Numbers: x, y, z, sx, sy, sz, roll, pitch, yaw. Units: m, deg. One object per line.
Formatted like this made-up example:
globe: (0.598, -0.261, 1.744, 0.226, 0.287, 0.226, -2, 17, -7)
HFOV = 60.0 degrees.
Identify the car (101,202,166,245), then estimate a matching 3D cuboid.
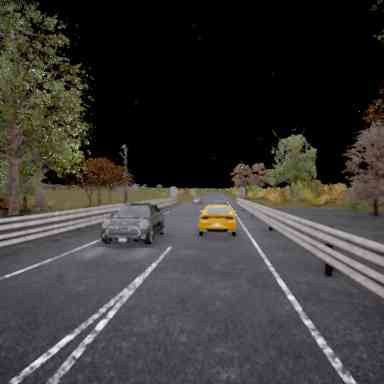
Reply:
car: (-2.564, 1.317, 15.472, 2.097, 1.767, 4.553, 0, 0, 5)

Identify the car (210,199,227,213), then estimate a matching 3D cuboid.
car: (3.050, 1.540, 38.107, 1.895, 1.301, 4.718, 0, 0, 5)

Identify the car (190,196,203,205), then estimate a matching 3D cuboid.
car: (0.865, 1.379, 55.759, 2.128, 1.511, 4.902, 0, 0, 5)

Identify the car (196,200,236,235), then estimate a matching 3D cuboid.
car: (1.444, 1.454, 18.721, 1.882, 1.535, 5.008, 0, 0, 5)
